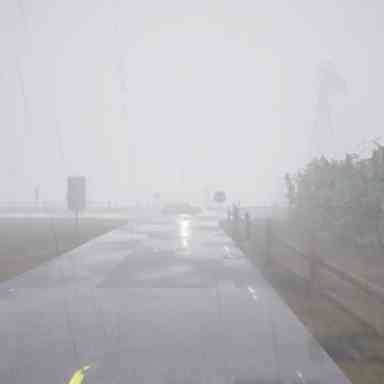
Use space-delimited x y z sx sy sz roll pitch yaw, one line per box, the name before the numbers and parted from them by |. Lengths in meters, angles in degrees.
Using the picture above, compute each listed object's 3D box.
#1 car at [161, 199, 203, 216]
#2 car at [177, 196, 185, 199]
car | -1.010 1.639 33.136 4.181 1.385 1.994 0 0 0
car | -2.769 1.856 85.011 2.097 1.767 4.553 0 -1 0
